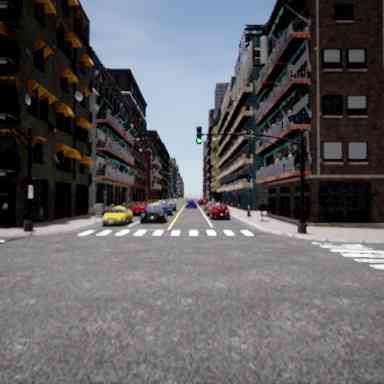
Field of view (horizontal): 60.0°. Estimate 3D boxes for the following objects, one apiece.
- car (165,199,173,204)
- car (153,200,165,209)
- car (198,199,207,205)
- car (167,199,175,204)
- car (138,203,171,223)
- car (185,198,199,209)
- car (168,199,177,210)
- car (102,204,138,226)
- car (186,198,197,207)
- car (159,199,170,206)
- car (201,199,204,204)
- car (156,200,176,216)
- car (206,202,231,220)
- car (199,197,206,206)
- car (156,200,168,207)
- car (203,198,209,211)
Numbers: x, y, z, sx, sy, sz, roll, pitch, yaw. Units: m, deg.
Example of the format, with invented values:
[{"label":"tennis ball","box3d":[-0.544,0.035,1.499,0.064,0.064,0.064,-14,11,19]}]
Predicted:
[{"label":"car","box3d":[-5.869,2.445,86.723,1.752,1.417,4.829,1,-1,0]},{"label":"car","box3d":[-5.810,2.148,59.108,1.752,1.417,4.829,1,-1,0]},{"label":"car","box3d":[2.523,2.427,81.374,1.947,1.339,4.313,1,-1,0]},{"label":"car","box3d":[-5.881,2.532,92.416,2.008,1.369,4.403,1,-1,0]},{"label":"car","box3d":[-3.150,1.859,28.118,1.994,1.385,4.181,0,-1,0]},{"label":"car","box3d":[-0.123,2.136,57.920,1.812,1.442,4.674,0,-1,0]},{"label":"car","box3d":[-3.189,1.995,47.905,2.128,1.511,4.902,0,-1,0]},{"label":"car","box3d":[-5.737,1.798,25.969,1.752,1.417,4.829,1,-1,0]},{"label":"car","box3d":[-0.145,2.069,67.897,2.097,1.767,4.553,0,-1,0]},{"label":"car","box3d":[-5.834,2.288,70.324,1.887,1.381,4.507,1,-1,0]},{"label":"car","box3d":[2.595,2.089,48.235,1.802,1.307,4.206,1,-1,0]},{"label":"car","box3d":[-3.170,1.959,37.566,1.994,1.385,4.181,0,-1,0]},{"label":"car","box3d":[2.631,1.877,31.666,1.887,1.381,4.507,1,-1,0]},{"label":"car","box3d":[2.550,2.057,70.332,2.192,1.841,5.009,1,-1,0]},{"label":"car","box3d":[-5.822,2.235,64.801,2.008,1.369,4.403,1,-1,0]},{"label":"car","box3d":[2.620,1.830,37.191,1.967,1.590,4.097,1,-1,0]}]
